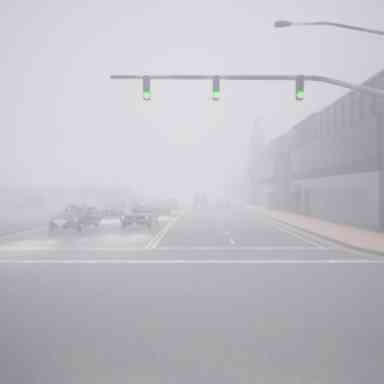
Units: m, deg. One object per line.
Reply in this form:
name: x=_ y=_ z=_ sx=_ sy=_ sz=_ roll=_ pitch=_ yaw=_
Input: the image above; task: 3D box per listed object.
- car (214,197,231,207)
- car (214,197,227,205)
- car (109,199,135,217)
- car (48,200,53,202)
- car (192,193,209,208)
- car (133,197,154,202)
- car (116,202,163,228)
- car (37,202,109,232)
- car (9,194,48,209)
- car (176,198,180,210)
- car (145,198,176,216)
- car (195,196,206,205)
car: x=4.701 y=1.547 z=49.824 sx=1.994 sy=1.385 sz=4.181 roll=0 pitch=0 yaw=2
car: x=5.049 y=1.544 z=59.612 sx=1.994 sy=1.385 sz=4.181 roll=0 pitch=0 yaw=2
car: x=-6.627 y=1.554 z=28.897 sx=1.994 sy=1.385 sz=4.181 roll=0 pitch=0 yaw=2
car: x=-20.874 y=1.381 z=45.130 sx=3.806 sy=1.475 sz=1.970 roll=0 pitch=0 yaw=1
car: x=1.254 y=1.202 z=48.552 sx=2.150 sy=2.045 sz=5.566 roll=0 pitch=0 yaw=2
car: x=-6.209 y=1.339 z=38.904 sx=2.097 sy=1.767 sz=4.553 roll=0 pitch=0 yaw=2
car: x=-3.347 y=1.594 z=22.047 sx=1.895 sy=1.301 sz=4.718 roll=0 pitch=0 yaw=2
car: x=-6.906 y=1.485 z=19.988 sx=2.128 sy=1.511 sz=4.902 roll=0 pitch=0 yaw=2
car: x=-20.913 y=1.142 z=42.235 sx=3.866 sy=1.878 sz=1.905 roll=0 pitch=0 yaw=1
car: x=-2.568 y=1.491 z=42.388 sx=1.837 sy=1.490 sz=4.892 roll=0 pitch=0 yaw=2
car: x=-2.998 y=1.553 z=32.103 sx=1.994 sy=1.385 sz=4.181 roll=0 pitch=0 yaw=2
car: x=1.545 y=1.457 z=59.563 sx=1.882 sy=1.535 sz=5.008 roll=0 pitch=0 yaw=2
